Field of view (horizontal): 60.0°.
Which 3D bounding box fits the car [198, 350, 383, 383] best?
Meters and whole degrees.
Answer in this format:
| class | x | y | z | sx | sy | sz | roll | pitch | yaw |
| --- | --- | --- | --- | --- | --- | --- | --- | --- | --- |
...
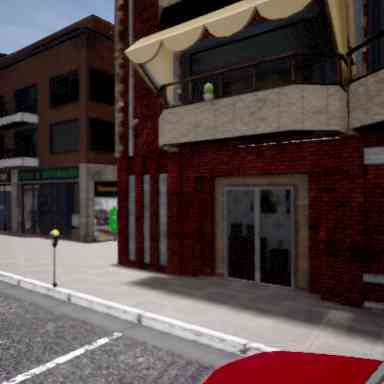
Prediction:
| class | x | y | z | sx | sy | sz | roll | pitch | yaw |
| --- | --- | --- | --- | --- | --- | --- | --- | --- | --- |
| car | 1.824 | 1.581 | 1.636 | 4.206 | 1.307 | 1.802 | 0 | 0 | 36 |
